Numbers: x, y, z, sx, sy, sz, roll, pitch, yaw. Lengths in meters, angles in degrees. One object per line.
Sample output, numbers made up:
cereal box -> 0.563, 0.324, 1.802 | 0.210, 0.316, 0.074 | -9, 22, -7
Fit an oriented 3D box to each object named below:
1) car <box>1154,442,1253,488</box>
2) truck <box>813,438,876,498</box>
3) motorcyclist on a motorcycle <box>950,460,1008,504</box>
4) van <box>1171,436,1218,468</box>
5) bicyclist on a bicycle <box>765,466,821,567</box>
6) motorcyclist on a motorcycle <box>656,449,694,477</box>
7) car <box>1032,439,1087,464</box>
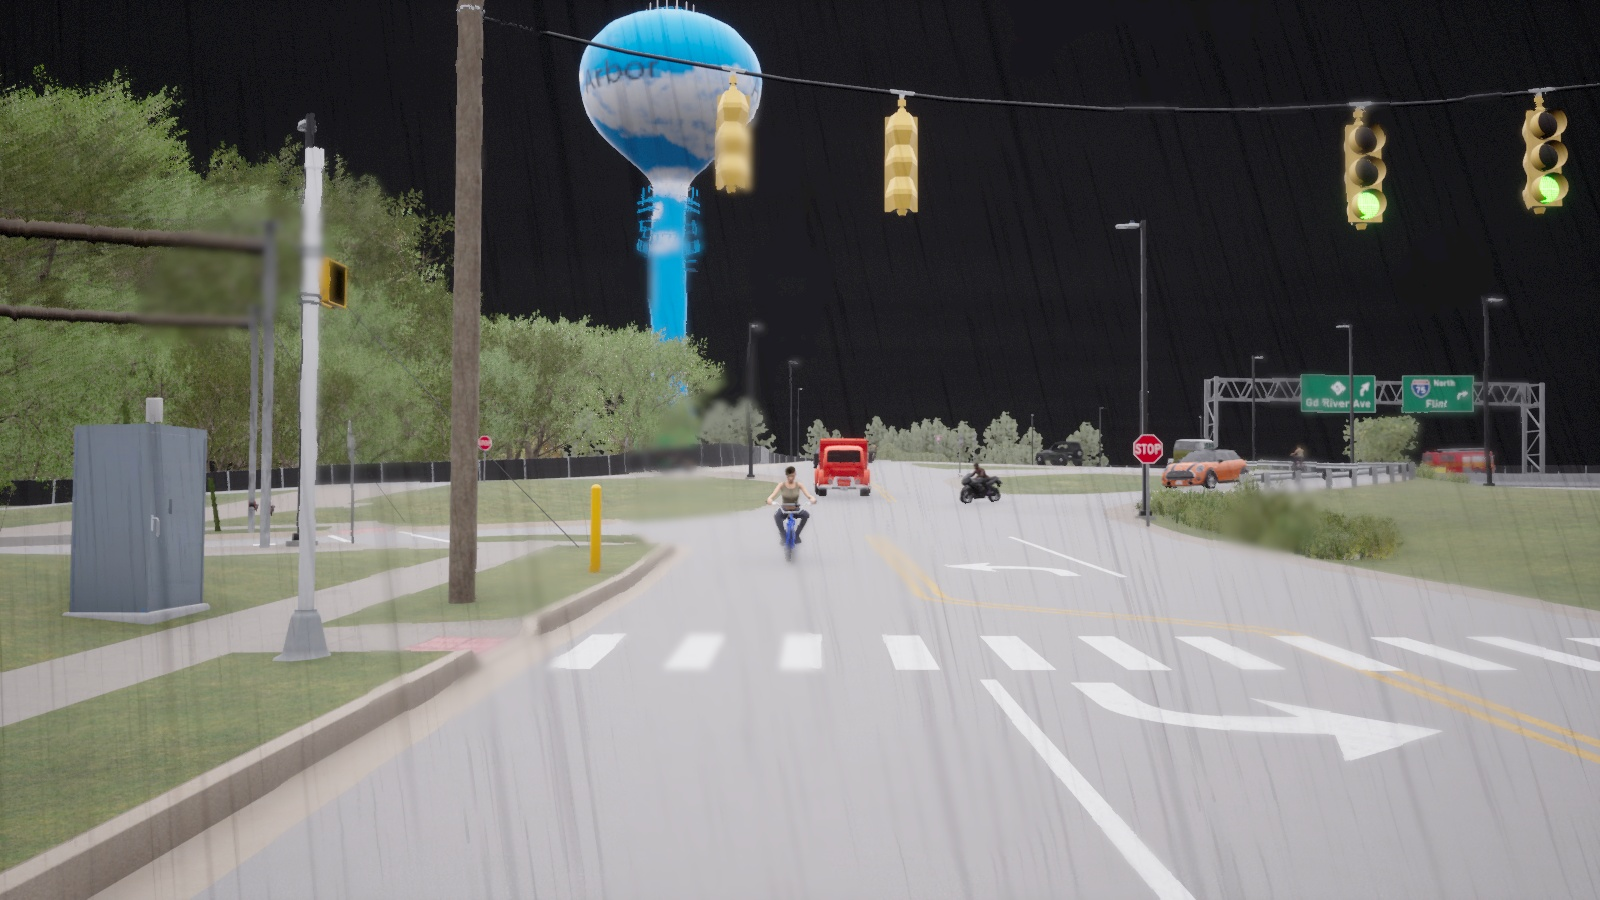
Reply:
car -> 17.685, 0.643, 54.917 | 4.553, 1.767, 2.097 | -2, -1, -44
truck -> 1.899, 0.727, 55.061 | 2.627, 2.467, 5.204 | 0, 1, 1
motorcyclist on a motorcycle -> 6.643, 1.180, 46.592 | 2.044, 1.523, 0.797 | -2, -1, -35
van -> 25.573, 0.097, 81.290 | 1.775, 1.987, 4.442 | 1, 1, 32
bicyclist on a bicycle -> -0.134, 1.076, 20.952 | 0.866, 1.612, 1.509 | 0, -1, -2
motorcyclist on a motorcycle -> -8.067, 0.848, 81.006 | 2.350, 1.649, 0.766 | -3, -2, -9
car -> 19.798, 0.116, 95.888 | 1.905, 1.878, 3.866 | 1, 0, -33
